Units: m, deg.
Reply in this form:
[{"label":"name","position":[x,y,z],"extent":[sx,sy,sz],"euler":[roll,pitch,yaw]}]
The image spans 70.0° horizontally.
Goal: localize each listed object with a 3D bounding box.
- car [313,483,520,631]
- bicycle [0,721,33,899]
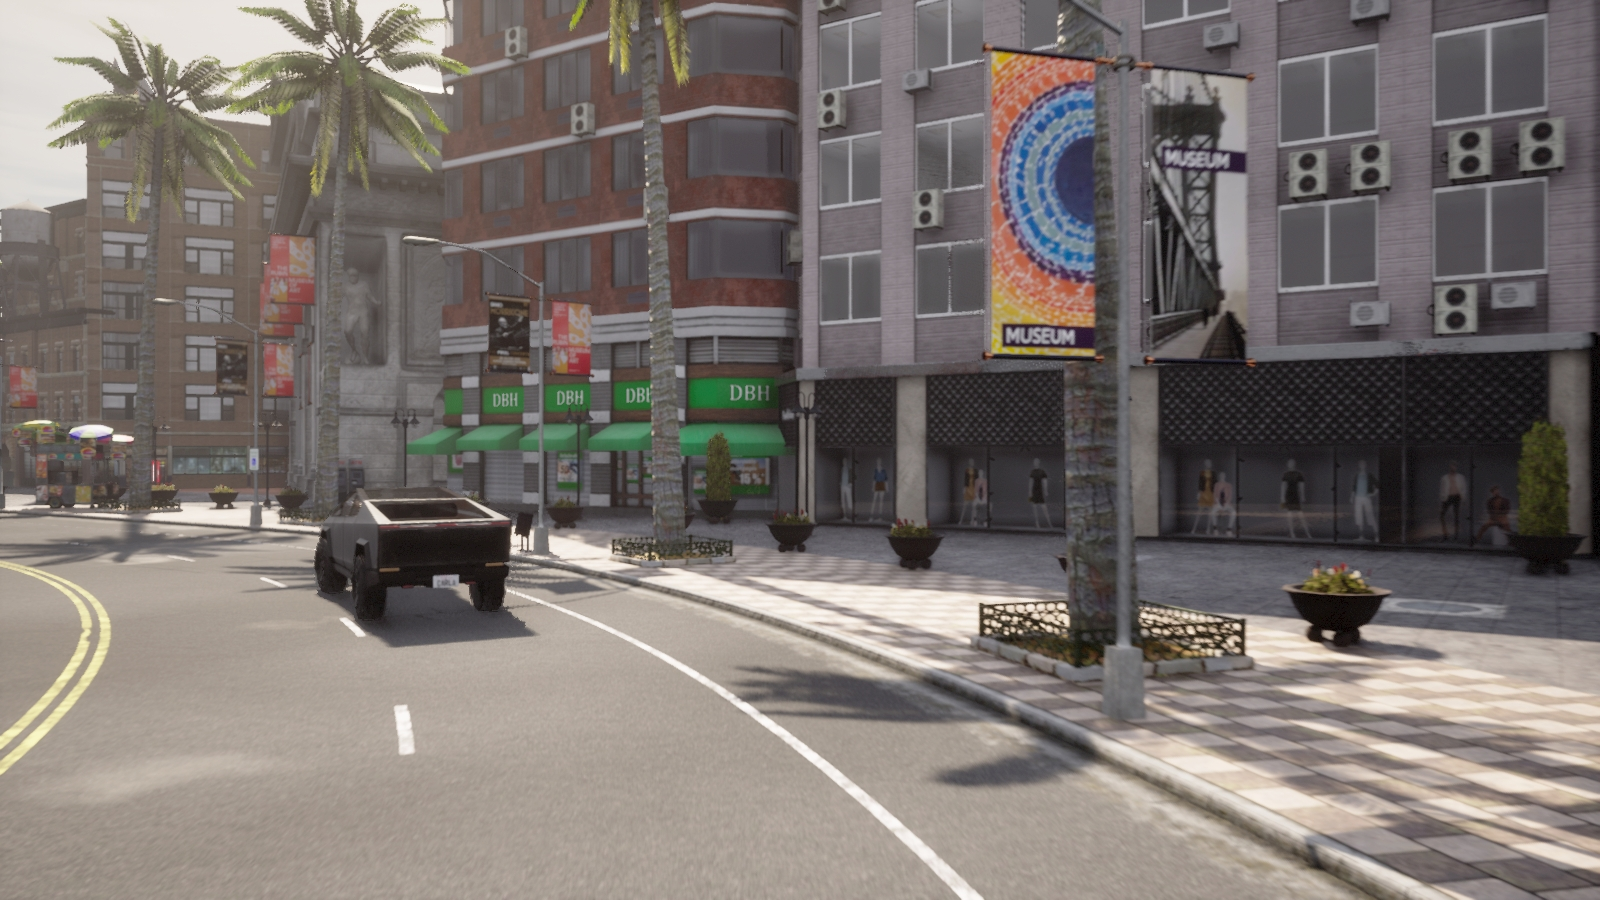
[{"label":"car","position":[-7.241,1.755,21.006],"extent":[2.390,2.098,6.274],"euler":[0,0,-30]},{"label":"bicycle","position":[-4.533,2.211,5.897],"extent":[0.329,1.171,1.835],"euler":[-1,0,-14]}]
